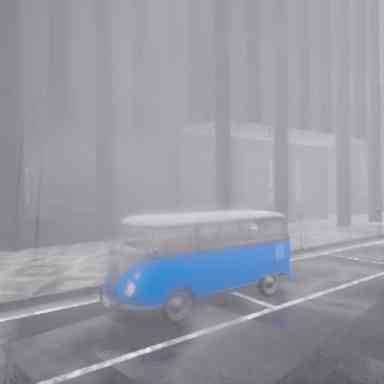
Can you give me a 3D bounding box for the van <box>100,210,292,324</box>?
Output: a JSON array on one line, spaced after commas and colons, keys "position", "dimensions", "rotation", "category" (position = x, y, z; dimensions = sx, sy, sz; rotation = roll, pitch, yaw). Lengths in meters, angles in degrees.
[{"position": [0.271, 1.296, 6.771], "dimensions": [3.998, 1.788, 1.690], "rotation": [-1, 0, -36], "category": "van"}]
